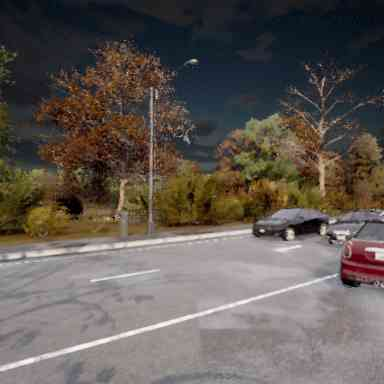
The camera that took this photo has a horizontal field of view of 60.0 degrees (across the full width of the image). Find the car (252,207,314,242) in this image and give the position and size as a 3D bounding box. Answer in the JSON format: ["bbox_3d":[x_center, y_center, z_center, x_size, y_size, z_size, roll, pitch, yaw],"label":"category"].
[{"bbox_3d":[5.173,1.540,17.105,5.008,1.535,1.882,0,0,-40],"label":"car"}]

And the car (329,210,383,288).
[{"bbox_3d":[5.667,1.386,8.277,4.553,1.767,2.097,0,0,-38],"label":"car"}]

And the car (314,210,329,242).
[{"bbox_3d":[7.761,1.548,14.713,4.902,1.511,2.128,0,0,-40],"label":"car"}]
